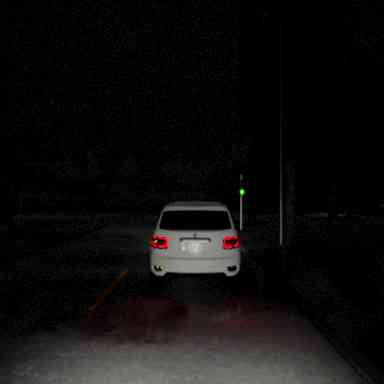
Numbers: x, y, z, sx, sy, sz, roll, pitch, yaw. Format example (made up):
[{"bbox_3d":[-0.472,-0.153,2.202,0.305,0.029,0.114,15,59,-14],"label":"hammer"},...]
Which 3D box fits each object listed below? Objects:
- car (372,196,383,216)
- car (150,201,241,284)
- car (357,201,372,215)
[{"bbox_3d":[19.974,1.351,30.255,5.566,2.045,2.150,0,0,1],"label":"car"},{"bbox_3d":[0.115,1.266,9.845,2.150,2.045,5.566,0,0,1],"label":"car"},{"bbox_3d":[20.216,1.369,34.455,5.566,2.045,2.150,0,0,0],"label":"car"}]
